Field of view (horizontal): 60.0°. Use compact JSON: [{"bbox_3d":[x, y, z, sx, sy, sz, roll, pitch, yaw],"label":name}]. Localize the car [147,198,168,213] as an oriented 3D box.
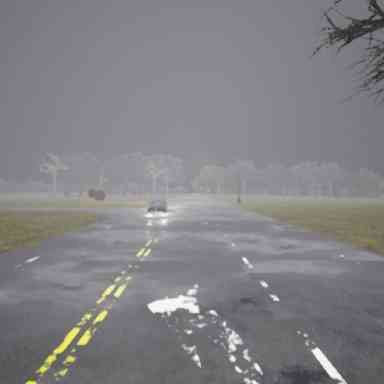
[{"bbox_3d":[-3.512,1.365,34.720,1.837,1.490,4.892,1,0,0],"label":"car"}]
